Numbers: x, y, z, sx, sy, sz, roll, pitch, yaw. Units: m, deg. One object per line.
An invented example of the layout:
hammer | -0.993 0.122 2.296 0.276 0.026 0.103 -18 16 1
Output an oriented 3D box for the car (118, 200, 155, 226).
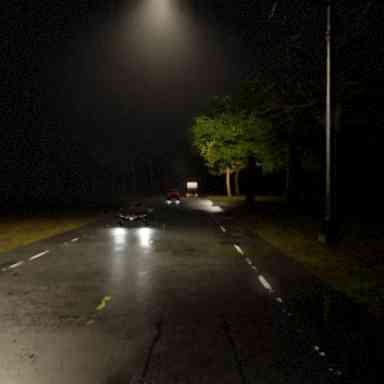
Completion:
car | -3.587 1.332 22.035 1.837 1.490 4.892 0 1 0

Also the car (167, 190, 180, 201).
car | -3.490 0.566 63.019 2.150 2.045 5.566 0 1 1

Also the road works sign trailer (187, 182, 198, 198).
road works sign trailer | 0.044 -0.534 78.489 2.380 3.560 2.880 0 2 0
